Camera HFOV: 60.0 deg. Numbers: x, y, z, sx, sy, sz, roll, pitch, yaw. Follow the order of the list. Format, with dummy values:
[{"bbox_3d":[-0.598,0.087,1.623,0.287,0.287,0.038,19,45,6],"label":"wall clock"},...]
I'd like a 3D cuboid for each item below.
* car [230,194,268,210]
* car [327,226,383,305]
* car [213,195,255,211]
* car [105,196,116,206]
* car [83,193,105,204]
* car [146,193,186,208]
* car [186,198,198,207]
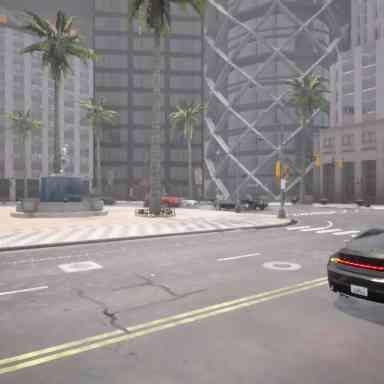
[{"bbox_3d":[7.121,1.221,43.111,2.150,2.045,5.566,0,0,-41],"label":"car"},{"bbox_3d":[4.956,1.505,7.331,4.892,1.490,1.837,0,0,-35],"label":"car"},{"bbox_3d":[4.752,1.492,40.427,2.128,1.511,4.902,0,0,-42],"label":"car"},{"bbox_3d":[-15.444,1.214,55.075,5.566,2.045,2.150,1,0,5],"label":"car"},{"bbox_3d":[-17.045,1.215,51.713,5.566,2.045,2.150,1,0,2],"label":"car"},{"bbox_3d":[-4.144,1.221,48.075,5.566,2.045,2.150,0,0,28],"label":"car"},{"bbox_3d":[-1.343,1.526,50.369,4.674,1.442,1.812,0,0,30],"label":"car"}]
